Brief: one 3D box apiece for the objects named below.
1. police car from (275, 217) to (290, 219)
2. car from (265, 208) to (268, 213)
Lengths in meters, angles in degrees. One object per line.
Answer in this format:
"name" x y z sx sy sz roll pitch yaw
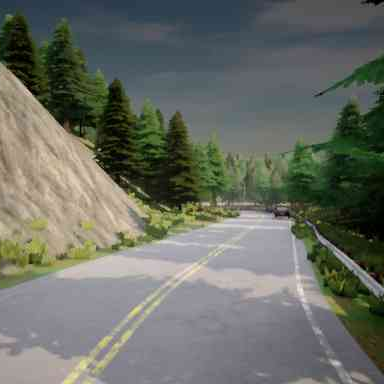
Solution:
"police car" 12.048 2.690 44.471 1.930 1.638 5.238 1 -1 14
"car" 14.751 3.203 60.816 1.812 1.442 4.674 0 -1 -2
